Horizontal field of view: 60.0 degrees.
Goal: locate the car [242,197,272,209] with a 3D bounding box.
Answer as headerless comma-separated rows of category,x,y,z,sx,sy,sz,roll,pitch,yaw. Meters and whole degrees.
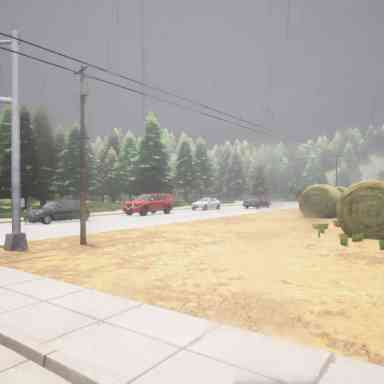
car,8.466,1.410,43.134,2.033,1.411,5.357,0,0,37

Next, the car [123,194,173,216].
car,-4.139,1.179,32.386,2.150,2.045,5.566,0,0,37

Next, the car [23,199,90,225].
car,-9.926,1.362,24.612,2.097,1.767,4.553,0,0,37

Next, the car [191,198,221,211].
car,1.777,1.431,40.324,1.812,1.442,4.674,0,0,37
